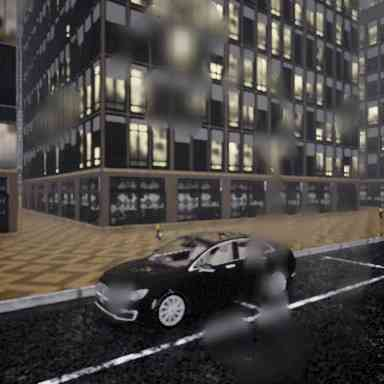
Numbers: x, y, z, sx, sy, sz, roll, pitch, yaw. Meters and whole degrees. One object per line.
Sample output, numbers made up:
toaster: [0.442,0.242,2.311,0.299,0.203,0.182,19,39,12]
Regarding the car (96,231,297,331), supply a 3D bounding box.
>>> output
car: [0.293,1.534,6.763,4.403,1.369,2.008,0,0,-35]
